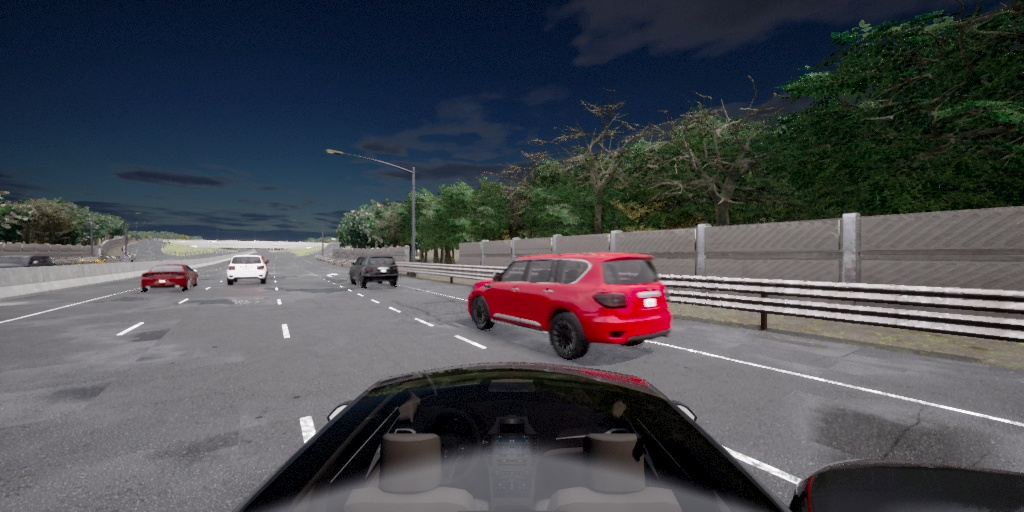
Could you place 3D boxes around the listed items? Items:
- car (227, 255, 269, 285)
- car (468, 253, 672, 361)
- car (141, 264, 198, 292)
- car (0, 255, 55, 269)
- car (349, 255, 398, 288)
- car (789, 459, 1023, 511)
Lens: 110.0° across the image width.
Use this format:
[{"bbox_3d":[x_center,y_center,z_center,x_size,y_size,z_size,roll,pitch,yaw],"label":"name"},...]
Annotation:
[{"bbox_3d":[-19.288,0.956,26.244,2.150,2.045,5.566,0,0,-34],"label":"car"},{"bbox_3d":[0.995,0.967,8.742,2.150,2.045,5.566,0,-1,-35],"label":"car"},{"bbox_3d":[-20.211,1.215,21.342,1.882,1.535,5.008,0,0,-34],"label":"car"},{"bbox_3d":[-36.661,0.944,26.650,2.150,2.045,5.566,0,0,-34],"label":"car"},{"bbox_3d":[-9.284,0.966,23.915,2.150,2.045,5.566,0,0,-34],"label":"car"},{"bbox_3d":[2.984,1.315,0.521,4.181,1.385,1.994,0,0,34],"label":"car"}]
